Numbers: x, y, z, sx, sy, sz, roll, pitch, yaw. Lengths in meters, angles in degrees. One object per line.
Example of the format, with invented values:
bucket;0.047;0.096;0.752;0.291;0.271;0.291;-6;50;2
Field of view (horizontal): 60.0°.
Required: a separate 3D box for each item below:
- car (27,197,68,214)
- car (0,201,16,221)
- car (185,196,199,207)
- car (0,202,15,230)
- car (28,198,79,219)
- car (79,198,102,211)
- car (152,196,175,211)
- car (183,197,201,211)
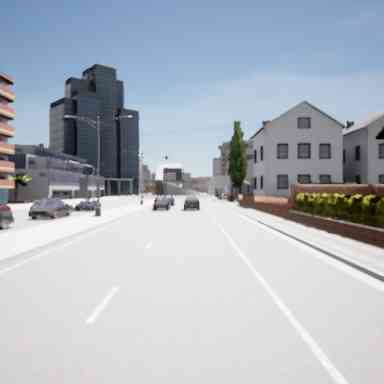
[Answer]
car;-15.045;1.359;34.905;2.128;1.511;4.902;0;0;1
car;-15.087;1.433;24.471;1.812;1.442;4.674;0;0;0
car;-0.005;1.378;49.360;1.994;1.385;4.181;0;0;0
car;-11.592;1.480;17.737;2.033;1.411;5.357;0;0;0
car;-11.577;1.442;27.808;2.033;1.411;5.357;0;0;0
car;-11.564;1.422;37.537;1.994;1.385;4.181;0;0;1
car;-3.505;1.345;38.819;2.128;1.511;4.902;0;0;0
car;-0.005;1.331;38.820;1.882;1.535;5.008;0;0;0
